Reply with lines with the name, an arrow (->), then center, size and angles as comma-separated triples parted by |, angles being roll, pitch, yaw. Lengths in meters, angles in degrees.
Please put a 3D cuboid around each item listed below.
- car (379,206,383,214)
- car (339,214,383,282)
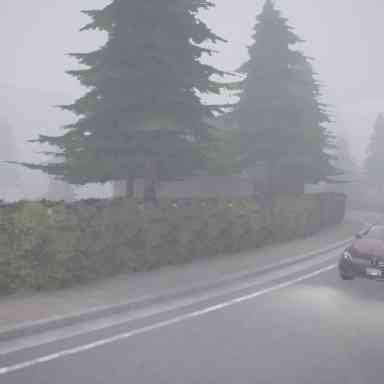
car -> 19.515, 1.581, 30.839 | 2.033, 1.411, 5.357 | 0, 0, 2
car -> 5.703, 1.538, 9.132 | 1.812, 1.442, 4.674 | 0, 0, 44
